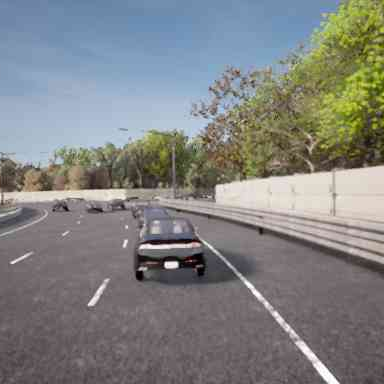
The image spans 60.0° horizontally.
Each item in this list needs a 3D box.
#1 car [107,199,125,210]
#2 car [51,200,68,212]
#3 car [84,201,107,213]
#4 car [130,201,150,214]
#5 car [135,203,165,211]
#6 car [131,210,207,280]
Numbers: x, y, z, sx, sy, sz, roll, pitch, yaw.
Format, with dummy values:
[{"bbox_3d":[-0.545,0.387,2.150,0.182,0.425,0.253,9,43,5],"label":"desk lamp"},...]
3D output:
[{"bbox_3d":[-10.622,1.693,46.072,1.837,1.490,4.892,-1,0,-25],"label":"car"},{"bbox_3d":[-17.991,1.826,45.267,1.837,1.490,4.892,-1,0,-26],"label":"car"},{"bbox_3d":[-12.327,1.768,41.355,2.033,1.411,5.357,-1,0,-23],"label":"car"},{"bbox_3d":[-4.610,1.578,30.619,2.128,1.511,4.902,-1,0,-14],"label":"car"},{"bbox_3d":[-2.272,1.611,20.272,1.994,1.385,4.181,-1,0,-10],"label":"car"},{"bbox_3d":[-0.744,1.510,10.141,2.128,1.511,4.902,-1,0,-6],"label":"car"}]
